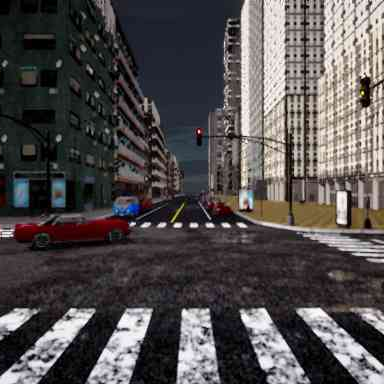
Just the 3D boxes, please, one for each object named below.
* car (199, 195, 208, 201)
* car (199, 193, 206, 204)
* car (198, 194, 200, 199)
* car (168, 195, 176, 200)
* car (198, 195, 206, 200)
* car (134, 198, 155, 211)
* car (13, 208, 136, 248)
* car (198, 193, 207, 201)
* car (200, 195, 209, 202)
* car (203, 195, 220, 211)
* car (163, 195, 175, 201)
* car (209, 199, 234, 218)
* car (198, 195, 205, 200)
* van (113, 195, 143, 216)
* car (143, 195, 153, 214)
[{"bbox_3d":[2.689,1.490,78.730,1.802,1.307,4.206,0,0,0],"label":"car"},{"bbox_3d":[2.692,1.365,56.620,1.967,1.590,4.097,0,0,0],"label":"car"},{"bbox_3d":[2.691,1.467,67.675,2.008,1.369,4.403,0,0,0],"label":"car"},{"bbox_3d":[-5.693,1.466,95.313,1.947,1.339,4.313,0,0,0],"label":"car"},{"bbox_3d":[2.688,1.453,89.785,2.008,1.369,4.403,0,0,0],"label":"car"},{"bbox_3d":[-5.687,1.487,40.038,1.887,1.381,4.507,0,0,0],"label":"car"},{"bbox_3d":[-5.109,1.582,14.493,4.718,1.301,1.895,0,0,-29],"label":"car"},{"bbox_3d":[2.690,1.220,84.258,2.192,1.841,5.009,0,0,0],"label":"car"},{"bbox_3d":[2.690,1.457,73.203,1.887,1.381,4.507,0,0,0],"label":"car"},{"bbox_3d":[2.694,1.383,40.037,1.967,1.590,4.097,0,0,0],"label":"car"},{"bbox_3d":[-5.690,1.349,78.730,1.967,1.590,4.097,0,0,0],"label":"car"},{"bbox_3d":[2.694,1.539,28.981,1.802,1.307,4.206,0,0,0],"label":"car"},{"bbox_3d":[2.687,1.482,95.313,1.802,1.307,4.206,0,0,0],"label":"car"},{"bbox_3d":[-5.685,1.298,28.981,1.690,1.788,3.998,0,0,0],"label":"van"},{"bbox_3d":[-5.685,1.265,34.509,2.192,1.841,5.009,0,0,0],"label":"car"}]
